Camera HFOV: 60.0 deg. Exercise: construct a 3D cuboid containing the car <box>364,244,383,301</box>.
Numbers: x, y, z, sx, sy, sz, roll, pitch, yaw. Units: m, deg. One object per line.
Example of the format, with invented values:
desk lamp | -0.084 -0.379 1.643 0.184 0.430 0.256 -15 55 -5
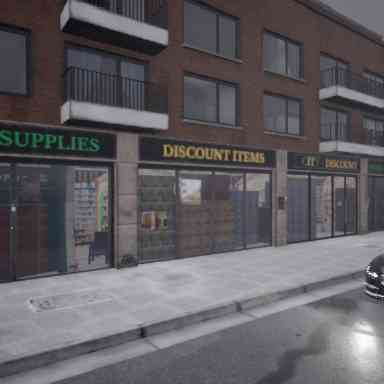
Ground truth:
car | 5.660 1.503 7.217 4.892 1.490 1.837 0 0 -35
